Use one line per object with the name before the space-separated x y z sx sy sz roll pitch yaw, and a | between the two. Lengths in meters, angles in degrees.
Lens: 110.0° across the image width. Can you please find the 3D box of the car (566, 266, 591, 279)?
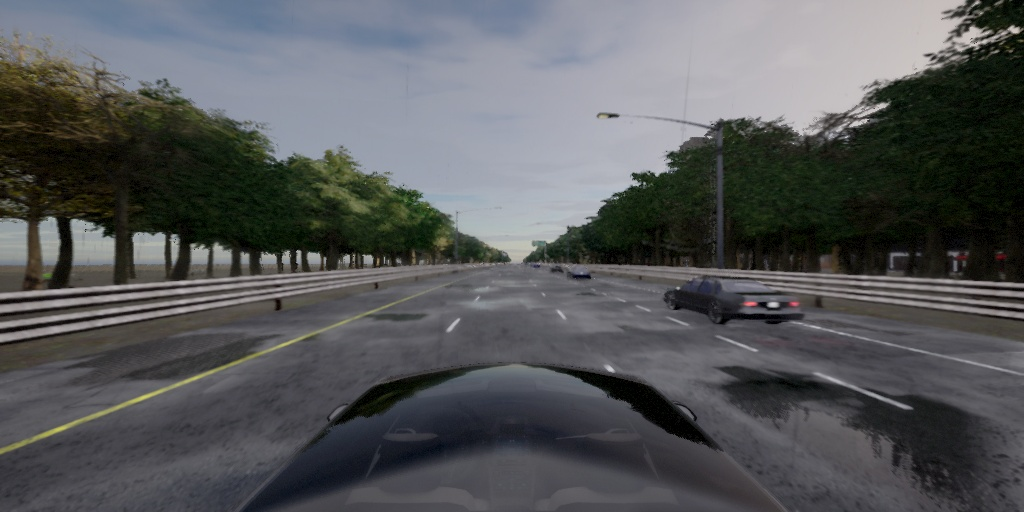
car | 7.068 1.722 38.347 1.994 1.385 4.181 0 -1 0

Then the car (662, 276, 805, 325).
car | 7.005 1.377 12.121 2.033 1.411 5.357 0 -1 0

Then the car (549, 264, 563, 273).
car | 7.169 2.027 58.750 1.837 1.490 4.892 0 -1 0
